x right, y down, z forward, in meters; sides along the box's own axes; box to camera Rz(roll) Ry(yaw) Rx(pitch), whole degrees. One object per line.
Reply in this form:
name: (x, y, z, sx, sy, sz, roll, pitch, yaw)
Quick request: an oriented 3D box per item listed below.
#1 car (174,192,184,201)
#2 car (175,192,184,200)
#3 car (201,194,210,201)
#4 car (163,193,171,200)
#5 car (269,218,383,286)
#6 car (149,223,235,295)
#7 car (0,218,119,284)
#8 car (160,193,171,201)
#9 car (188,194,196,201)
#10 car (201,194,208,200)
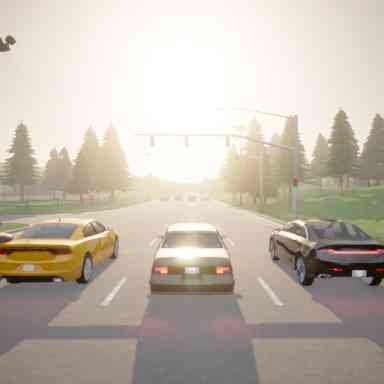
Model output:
car: (-3.497, 1.469, 83.559, 1.882, 1.535, 5.008, 0, 0, 0)
car: (-3.496, 1.057, 94.009, 2.150, 2.045, 5.566, 0, 0, 0)
car: (3.503, 1.516, 83.975, 1.812, 1.442, 4.674, 0, 0, 0)
car: (-6.996, 1.187, 93.949, 2.097, 1.767, 4.553, 0, 0, 0)
car: (3.512, 1.492, 9.393, 2.128, 1.511, 4.902, 0, 0, 0)
car: (0.005, 1.547, 8.873, 2.033, 1.411, 5.357, 0, 0, 0)
car: (-3.487, 1.478, 9.627, 1.882, 1.535, 5.008, 0, 0, 1)
car: (-6.997, 1.492, 83.559, 1.837, 1.490, 4.892, 0, 0, 0)
car: (0.003, 1.346, 83.912, 2.097, 1.767, 4.553, 0, 0, 0)
car: (3.504, 1.356, 93.978, 1.812, 1.442, 4.674, 0, 0, 0)
